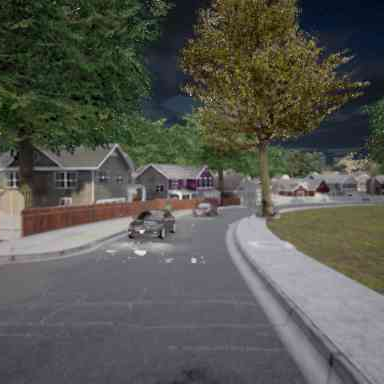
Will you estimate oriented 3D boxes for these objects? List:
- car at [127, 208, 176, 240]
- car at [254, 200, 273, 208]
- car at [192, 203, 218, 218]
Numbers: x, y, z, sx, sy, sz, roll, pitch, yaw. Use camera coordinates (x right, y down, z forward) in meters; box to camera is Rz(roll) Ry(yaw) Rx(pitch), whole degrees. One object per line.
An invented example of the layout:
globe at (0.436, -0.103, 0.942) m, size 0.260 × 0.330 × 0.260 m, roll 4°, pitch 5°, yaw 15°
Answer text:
car at (-2.111, 1.719, 18.621) m, size 1.837 × 1.490 × 4.892 m, roll 0°, pitch -1°, yaw 8°
car at (12.396, 2.044, 57.629) m, size 2.128 × 1.511 × 4.902 m, roll 1°, pitch 1°, yaw 35°
car at (1.488, 1.883, 35.553) m, size 1.812 × 1.442 × 4.674 m, roll 1°, pitch 0°, yaw 18°
